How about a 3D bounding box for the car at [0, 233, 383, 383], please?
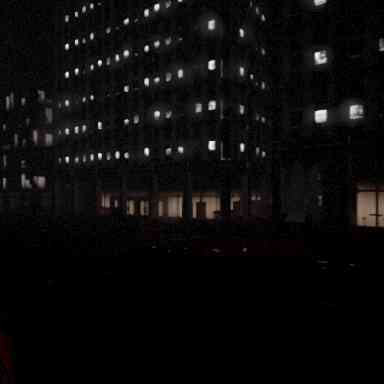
[{"bbox_3d":[-0.004,1.316,2.881,5.009,1.841,2.192,0,0,36],"label":"car"}]
